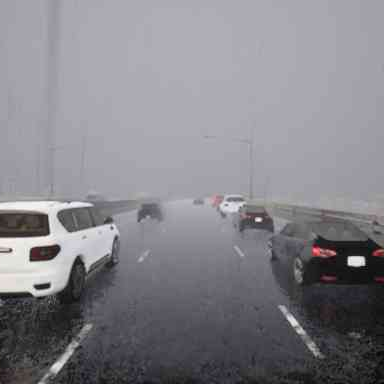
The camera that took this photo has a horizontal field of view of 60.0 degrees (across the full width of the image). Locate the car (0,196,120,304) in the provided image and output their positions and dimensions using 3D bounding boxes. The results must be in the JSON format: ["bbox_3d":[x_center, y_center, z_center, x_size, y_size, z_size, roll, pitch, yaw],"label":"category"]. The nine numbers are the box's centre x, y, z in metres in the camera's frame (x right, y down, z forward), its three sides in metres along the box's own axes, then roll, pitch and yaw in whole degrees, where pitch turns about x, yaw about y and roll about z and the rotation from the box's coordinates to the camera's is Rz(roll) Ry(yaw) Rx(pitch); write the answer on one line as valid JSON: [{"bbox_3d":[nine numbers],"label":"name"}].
[{"bbox_3d":[-3.368,1.239,8.325,2.150,2.045,5.566,0,0,0],"label":"car"}]

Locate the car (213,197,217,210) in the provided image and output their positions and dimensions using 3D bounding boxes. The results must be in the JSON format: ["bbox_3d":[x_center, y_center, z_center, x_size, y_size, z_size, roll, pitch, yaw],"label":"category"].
[{"bbox_3d":[4.046,1.690,42.192,1.994,1.385,4.181,0,0,1],"label":"car"}]

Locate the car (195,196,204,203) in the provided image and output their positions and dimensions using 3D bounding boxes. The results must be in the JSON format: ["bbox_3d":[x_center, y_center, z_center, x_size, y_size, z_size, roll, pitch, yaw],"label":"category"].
[{"bbox_3d":[1.781,1.726,77.731,1.994,1.385,4.181,0,0,3],"label":"car"}]

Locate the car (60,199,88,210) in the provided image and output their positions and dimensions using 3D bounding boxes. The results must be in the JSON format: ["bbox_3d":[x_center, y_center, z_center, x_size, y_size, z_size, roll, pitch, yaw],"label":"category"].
[{"bbox_3d":[-16.870,1.697,47.872,2.033,1.411,5.357,0,0,2],"label":"car"}]

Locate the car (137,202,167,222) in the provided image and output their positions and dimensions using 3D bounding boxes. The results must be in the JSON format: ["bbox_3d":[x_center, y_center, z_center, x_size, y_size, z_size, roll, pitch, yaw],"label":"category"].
[{"bbox_3d":[-3.168,1.570,26.656,1.837,1.490,4.892,0,0,1],"label":"car"}]

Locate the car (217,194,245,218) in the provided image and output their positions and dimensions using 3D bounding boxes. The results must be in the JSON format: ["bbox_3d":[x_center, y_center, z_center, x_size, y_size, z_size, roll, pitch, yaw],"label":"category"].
[{"bbox_3d":[3.806,1.304,31.304,2.150,2.045,5.566,0,0,1],"label":"car"}]

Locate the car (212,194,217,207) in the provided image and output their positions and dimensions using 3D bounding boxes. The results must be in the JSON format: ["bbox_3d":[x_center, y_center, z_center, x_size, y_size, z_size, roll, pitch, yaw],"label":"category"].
[{"bbox_3d":[4.357,1.403,53.143,2.150,2.045,5.566,0,0,2],"label":"car"}]

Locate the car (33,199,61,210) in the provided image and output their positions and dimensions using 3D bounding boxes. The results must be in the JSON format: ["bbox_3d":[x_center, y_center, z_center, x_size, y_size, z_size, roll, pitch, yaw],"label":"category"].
[{"bbox_3d":[-20.393,1.670,47.093,1.812,1.442,4.674,0,-1,2],"label":"car"}]

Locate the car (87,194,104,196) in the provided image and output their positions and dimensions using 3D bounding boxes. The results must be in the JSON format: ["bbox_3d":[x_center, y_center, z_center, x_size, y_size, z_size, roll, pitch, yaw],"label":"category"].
[{"bbox_3d":[-13.454,1.360,45.406,2.150,2.045,5.566,0,0,2],"label":"car"}]

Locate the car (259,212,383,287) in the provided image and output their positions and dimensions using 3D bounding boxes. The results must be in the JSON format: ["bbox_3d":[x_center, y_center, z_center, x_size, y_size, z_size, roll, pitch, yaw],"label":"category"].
[{"bbox_3d":[3.531,1.526,9.459,2.163,1.488,4.792,0,0,0],"label":"car"}]

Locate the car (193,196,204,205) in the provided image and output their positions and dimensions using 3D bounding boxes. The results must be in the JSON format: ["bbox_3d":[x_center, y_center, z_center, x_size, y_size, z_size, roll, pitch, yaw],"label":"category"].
[{"bbox_3d":[1.149,1.796,62.349,1.994,1.385,4.181,0,0,2],"label":"car"}]

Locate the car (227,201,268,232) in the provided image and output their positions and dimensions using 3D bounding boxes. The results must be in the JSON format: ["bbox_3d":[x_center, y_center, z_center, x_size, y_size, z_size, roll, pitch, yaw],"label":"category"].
[{"bbox_3d":[3.634,1.553,20.381,2.163,1.488,4.792,0,0,1],"label":"car"}]
